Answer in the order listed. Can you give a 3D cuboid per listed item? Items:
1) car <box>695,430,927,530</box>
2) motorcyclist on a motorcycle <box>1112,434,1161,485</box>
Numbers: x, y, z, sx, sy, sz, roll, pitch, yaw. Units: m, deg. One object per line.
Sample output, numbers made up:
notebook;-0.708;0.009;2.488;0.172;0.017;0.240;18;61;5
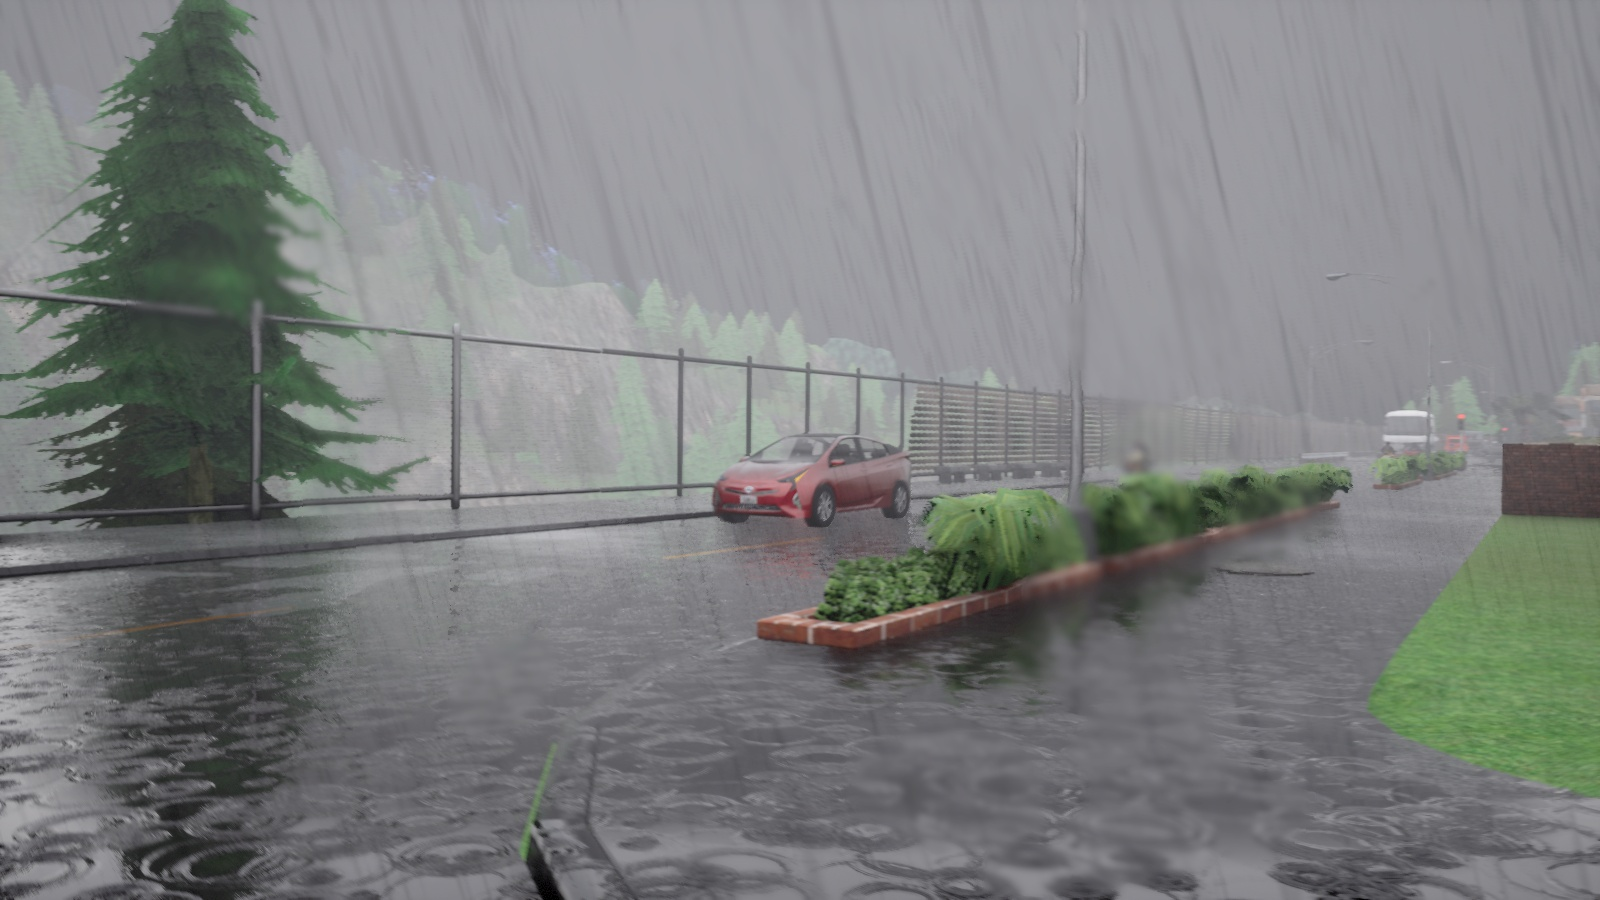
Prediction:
car;0.321;0.432;21.759;2.007;1.525;4.514;0;1;31
motorcyclist on a motorcycle;10.327;0.265;38.470;0.866;1.530;2.191;0;1;31
